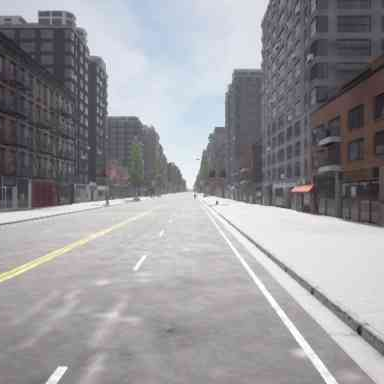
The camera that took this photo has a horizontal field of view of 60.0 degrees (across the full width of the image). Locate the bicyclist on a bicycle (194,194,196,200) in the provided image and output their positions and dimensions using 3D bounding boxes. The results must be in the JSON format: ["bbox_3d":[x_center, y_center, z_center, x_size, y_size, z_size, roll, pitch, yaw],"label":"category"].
[{"bbox_3d":[0.904,1.415,90.256,0.582,1.620,1.656,1,0,0],"label":"bicyclist on a bicycle"}]
